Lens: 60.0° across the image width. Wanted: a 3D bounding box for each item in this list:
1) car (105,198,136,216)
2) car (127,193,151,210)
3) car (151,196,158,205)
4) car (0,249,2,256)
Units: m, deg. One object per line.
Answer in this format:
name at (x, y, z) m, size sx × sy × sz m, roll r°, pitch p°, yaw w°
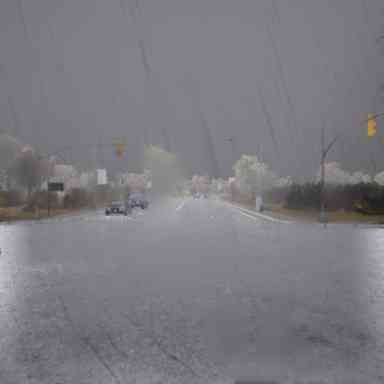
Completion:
car at (-7.102, 1.543, 32.556) m, size 1.994 × 1.385 × 4.181 m, roll 0°, pitch 0°, yaw -1°
car at (-7.085, 1.195, 43.210) m, size 2.150 × 2.045 × 5.566 m, roll 0°, pitch 0°, yaw 1°
car at (-7.020, 1.453, 58.429) m, size 2.128 × 1.511 × 4.902 m, roll 0°, pitch 0°, yaw 0°
car at (-7.749, 1.524, 9.109) m, size 4.674 × 1.442 × 1.812 m, roll 0°, pitch 0°, yaw 3°
